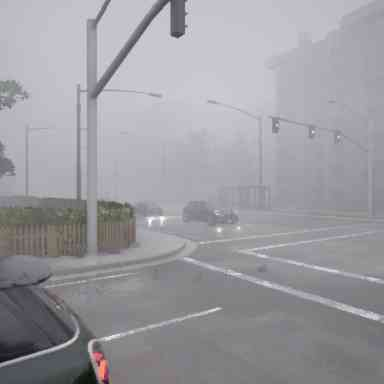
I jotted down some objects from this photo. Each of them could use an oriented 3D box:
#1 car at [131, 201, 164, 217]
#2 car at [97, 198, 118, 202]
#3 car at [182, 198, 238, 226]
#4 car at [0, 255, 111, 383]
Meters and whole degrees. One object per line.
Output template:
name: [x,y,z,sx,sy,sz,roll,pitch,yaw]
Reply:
car: [-4.444,1.564,31.929,1.994,1.385,4.181,0,0,-35]
car: [-10.342,1.505,40.492,1.837,1.490,4.892,0,0,-34]
car: [1.223,1.352,23.747,2.097,1.767,4.553,0,0,-35]
car: [-2.811,1.352,1.946,4.553,1.767,2.097,0,0,-35]
